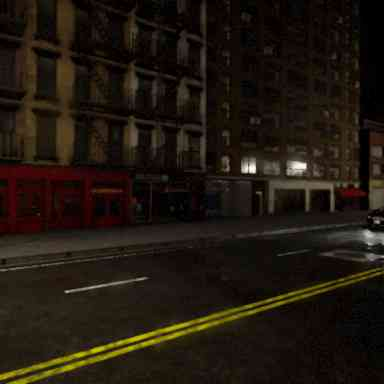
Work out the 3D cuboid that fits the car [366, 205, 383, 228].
[{"bbox_3d":[13.026,1.523,21.277,4.902,1.511,2.128,0,0,-36],"label":"car"}]
